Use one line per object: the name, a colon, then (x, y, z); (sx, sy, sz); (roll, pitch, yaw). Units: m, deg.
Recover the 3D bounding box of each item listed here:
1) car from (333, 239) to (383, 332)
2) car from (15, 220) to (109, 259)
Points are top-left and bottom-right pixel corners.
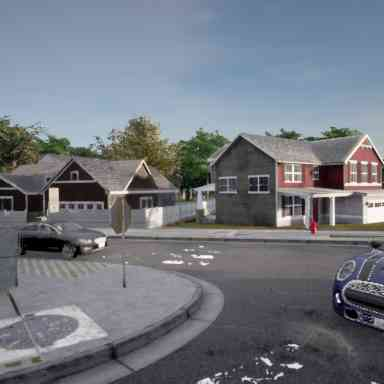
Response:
car: (4.642, 1.351, 6.171); (4.553, 1.767, 2.097); (0, 0, -36)
car: (-6.098, 2.038, 14.960); (4.902, 1.511, 2.128); (-2, 0, 22)
